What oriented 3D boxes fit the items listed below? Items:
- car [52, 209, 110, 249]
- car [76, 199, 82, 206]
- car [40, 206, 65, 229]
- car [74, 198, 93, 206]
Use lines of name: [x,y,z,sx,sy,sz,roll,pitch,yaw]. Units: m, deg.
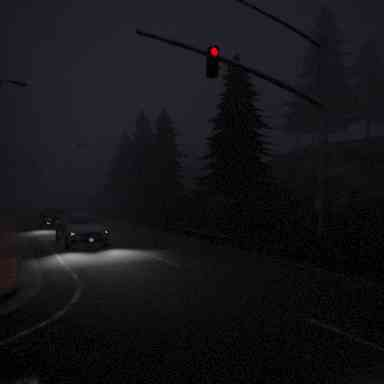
car: [-5.365,1.762,16.048,1.812,1.442,4.674,0,-1,-29]
car: [-23.856,2.202,75.715,4.605,1.855,1.932,0,-1,-29]
car: [-10.318,1.868,25.083,1.837,1.490,4.892,0,-1,-29]
car: [-25.425,2.233,77.717,3.866,1.878,1.905,0,-1,-29]
